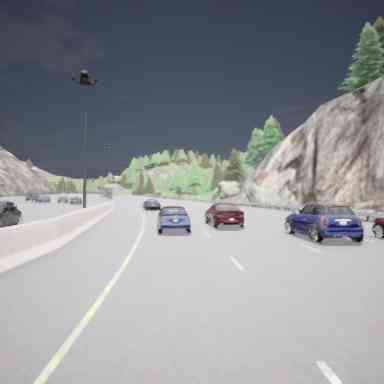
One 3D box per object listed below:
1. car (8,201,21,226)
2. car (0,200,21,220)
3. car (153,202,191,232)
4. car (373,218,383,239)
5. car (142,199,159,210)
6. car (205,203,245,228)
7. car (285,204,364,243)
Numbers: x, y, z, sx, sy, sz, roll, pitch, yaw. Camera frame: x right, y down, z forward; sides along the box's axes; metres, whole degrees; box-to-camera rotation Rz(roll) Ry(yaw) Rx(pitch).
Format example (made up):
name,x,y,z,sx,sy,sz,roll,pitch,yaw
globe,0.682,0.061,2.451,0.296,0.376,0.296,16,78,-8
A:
name,x,y,z,sx,sy,sz,roll,pitch,yaw
car,-12.003,1.529,20.360,1.837,1.490,4.892,0,0,-7
car,-16.926,1.540,29.464,1.837,1.490,4.892,0,0,-10
car,-1.149,1.548,19.991,2.033,1.411,5.357,0,0,-7
car,9.908,1.455,14.266,1.882,1.535,5.008,0,0,-4
car,-5.155,1.572,42.264,1.994,1.385,4.181,0,0,-13
car,2.065,1.471,22.216,1.882,1.535,5.008,0,0,-7
car,6.221,1.337,16.193,2.097,1.767,4.553,0,0,-5
